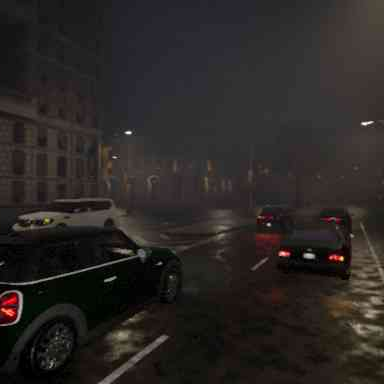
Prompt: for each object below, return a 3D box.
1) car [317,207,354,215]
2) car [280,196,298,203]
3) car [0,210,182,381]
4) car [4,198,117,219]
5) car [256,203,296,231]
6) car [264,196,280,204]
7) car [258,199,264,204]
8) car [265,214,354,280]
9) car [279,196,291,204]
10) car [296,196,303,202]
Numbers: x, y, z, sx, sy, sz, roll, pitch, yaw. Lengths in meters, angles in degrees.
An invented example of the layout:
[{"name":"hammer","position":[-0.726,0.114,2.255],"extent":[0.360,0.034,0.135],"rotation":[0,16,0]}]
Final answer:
[{"name":"car","position":[8.818,1.721,20.541],"extent":[1.837,1.490,4.892],"rotation":[0,-1,25]},{"name":"car","position":[22.141,2.289,76.002],"extent":[2.033,1.411,5.357],"rotation":[0,-1,25]},{"name":"car","position":[-1.924,1.395,5.952],"extent":[2.097,1.767,4.553],"rotation":[0,0,25]},{"name":"car","position":[-5.954,1.336,16.613],"extent":[2.150,2.045,5.566],"rotation":[0,-1,25]},{"name":"car","position":[5.586,1.718,21.901],"extent":[1.837,1.490,4.892],"rotation":[0,-1,25]},{"name":"car","position":[18.958,1.972,77.458],"extent":[2.150,2.045,5.566],"rotation":[0,-1,25]},{"name":"car","position":[17.891,2.382,82.815],"extent":[1.895,1.301,4.718],"rotation":[0,-1,25]},{"name":"car","position":[3.982,1.655,10.469],"extent":[2.033,1.411,5.357],"rotation":[0,-1,26]},{"name":"car","position":[25.726,2.125,91.813],"extent":[2.150,2.045,5.566],"rotation":[0,-1,25]},{"name":"car","position":[28.895,2.127,90.328],"extent":[2.150,2.045,5.566],"rotation":[0,-1,25]}]
